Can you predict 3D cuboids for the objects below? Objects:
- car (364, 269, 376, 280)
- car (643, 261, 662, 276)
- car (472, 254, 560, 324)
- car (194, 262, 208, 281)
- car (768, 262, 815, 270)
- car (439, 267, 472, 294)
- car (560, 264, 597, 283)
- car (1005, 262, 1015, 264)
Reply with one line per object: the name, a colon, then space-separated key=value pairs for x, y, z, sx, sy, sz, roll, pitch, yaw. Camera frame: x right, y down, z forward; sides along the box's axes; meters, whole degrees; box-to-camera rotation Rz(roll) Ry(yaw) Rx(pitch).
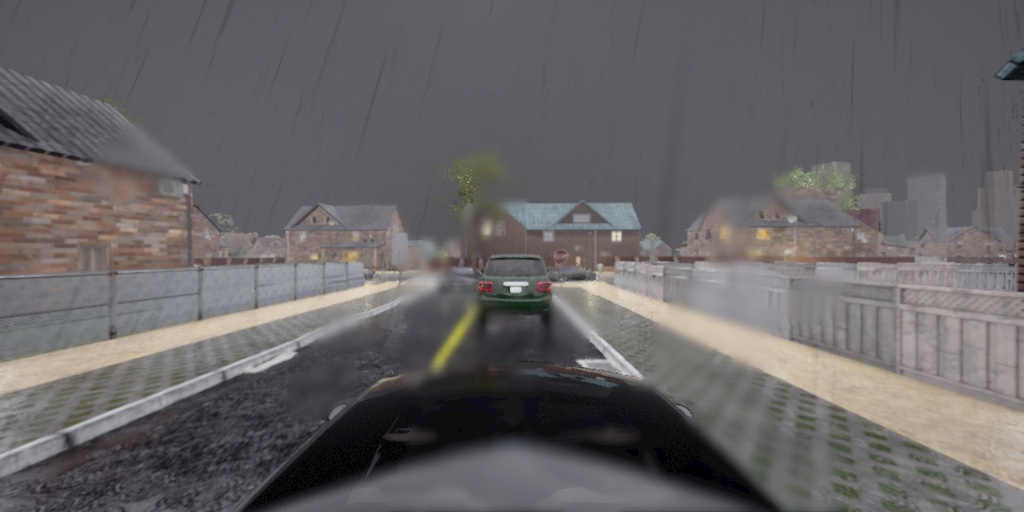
car: x=-13.093 y=1.266 z=28.151 sx=4.674 sy=1.442 sz=1.812 roll=0 pitch=1 yaw=2
car: x=11.519 y=1.155 z=30.260 sx=4.902 sy=1.511 sz=2.128 roll=0 pitch=1 yaw=2
car: x=0.110 y=0.955 z=12.021 sx=2.150 sy=2.045 sz=5.566 roll=0 pitch=0 yaw=0
car: x=-25.762 y=1.212 z=28.587 sx=5.008 sy=1.535 sz=1.882 roll=0 pitch=1 yaw=2
car: x=23.614 y=1.208 z=29.858 sx=5.357 sy=1.411 sz=2.033 roll=0 pitch=1 yaw=2
car: x=-2.742 y=1.284 z=19.978 sx=1.994 sy=1.385 sz=4.181 roll=0 pitch=0 yaw=0
car: x=4.357 y=1.313 z=27.000 sx=4.181 sy=1.385 sz=1.994 roll=-1 pitch=1 yaw=-31
car: x=42.667 y=1.324 z=28.864 sx=4.181 sy=1.385 sz=1.994 roll=0 pitch=1 yaw=-16
